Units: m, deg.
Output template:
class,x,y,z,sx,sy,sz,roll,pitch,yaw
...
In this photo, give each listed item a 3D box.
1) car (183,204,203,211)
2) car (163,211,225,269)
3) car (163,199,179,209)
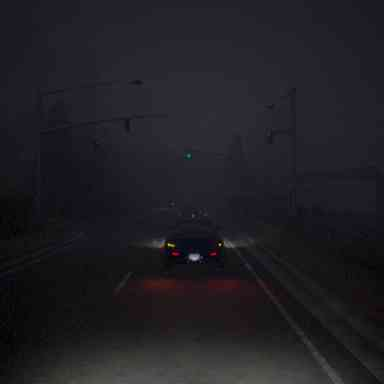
class,x,y,z,sx,sy,sz,roll,pitch,yaw
car,0.092,1.788,31.276,1.895,1.301,4.718,0,0,0
car,0.075,1.593,11.286,1.812,1.442,4.674,0,0,0
car,-3.273,1.820,52.839,1.837,1.490,4.892,-1,-1,8
